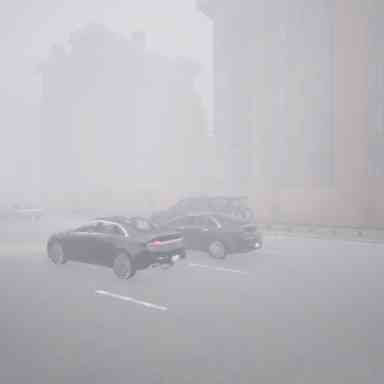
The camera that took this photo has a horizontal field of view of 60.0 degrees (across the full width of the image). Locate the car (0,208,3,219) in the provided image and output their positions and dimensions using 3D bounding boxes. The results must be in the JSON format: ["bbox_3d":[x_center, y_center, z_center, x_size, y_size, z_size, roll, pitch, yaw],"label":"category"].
[{"bbox_3d":[-15.831,1.525,23.875,4.674,1.442,1.812,0,0,35],"label":"car"}]

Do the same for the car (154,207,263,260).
[{"bbox_3d":[0.206,1.504,12.441,4.892,1.490,1.837,0,0,35],"label":"car"}]

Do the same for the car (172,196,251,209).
[{"bbox_3d":[0.373,1.215,16.621,5.566,2.045,2.150,-1,-1,35],"label":"car"}]

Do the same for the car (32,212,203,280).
[{"bbox_3d":[-2.387,1.490,9.992,4.902,1.511,2.128,0,0,35],"label":"car"}]

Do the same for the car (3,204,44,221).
[{"bbox_3d":[-14.054,1.601,26.906,4.718,1.301,1.895,0,0,35],"label":"car"}]
